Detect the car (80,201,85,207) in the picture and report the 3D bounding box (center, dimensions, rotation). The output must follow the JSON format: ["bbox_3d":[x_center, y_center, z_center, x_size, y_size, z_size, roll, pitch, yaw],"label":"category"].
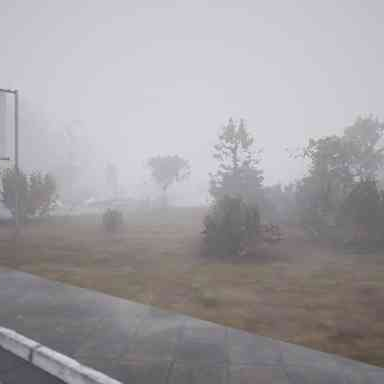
[{"bbox_3d":[-14.483,1.465,50.041,1.812,1.442,4.674,0,0,39],"label":"car"}]

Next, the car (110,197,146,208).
[{"bbox_3d":[-8.493,1.536,46.001,1.895,1.301,4.718,0,1,39],"label":"car"}]

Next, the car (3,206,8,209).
[{"bbox_3d":[-20.776,1.542,42.137,2.033,1.411,5.357,0,0,39],"label":"car"}]

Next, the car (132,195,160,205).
[{"bbox_3d":[-7.967,1.313,58.185,1.837,1.490,4.892,0,1,39],"label":"car"}]

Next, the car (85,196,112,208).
[{"bbox_3d":[-12.158,1.423,47.332,1.882,1.535,5.008,0,1,39],"label":"car"}]

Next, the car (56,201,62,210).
[{"bbox_3d":[-17.998,1.521,40.005,1.812,1.442,4.674,0,0,39],"label":"car"}]

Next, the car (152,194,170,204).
[{"bbox_3d":[-5.825,1.175,55.274,2.097,1.767,4.553,0,1,39],"label":"car"}]
